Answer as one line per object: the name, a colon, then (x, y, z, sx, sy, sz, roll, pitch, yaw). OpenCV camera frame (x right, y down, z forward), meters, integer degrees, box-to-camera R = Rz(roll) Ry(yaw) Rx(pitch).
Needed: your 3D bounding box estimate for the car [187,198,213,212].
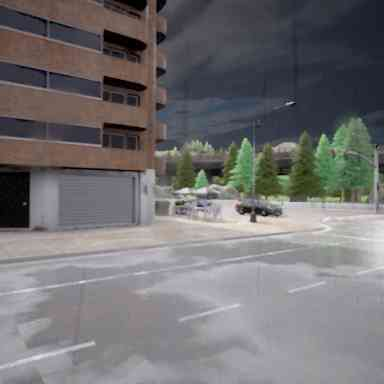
car: (1.149, 1.645, 40.310, 2.033, 1.411, 5.357, 0, 0, -36)

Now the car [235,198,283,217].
car: (6.670, 1.450, 32.608, 2.097, 1.767, 4.553, 0, 0, -36)

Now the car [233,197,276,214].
car: (7.086, 1.472, 37.967, 2.097, 1.767, 4.553, 0, 0, -37)

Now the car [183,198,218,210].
car: (1.136, 1.608, 45.735, 2.128, 1.511, 4.902, 0, 0, -40)
